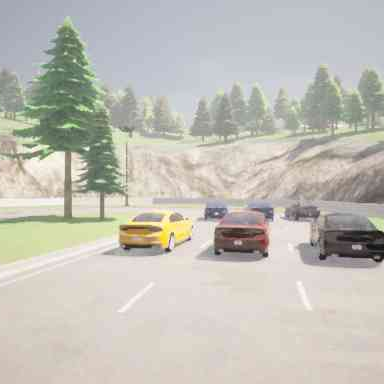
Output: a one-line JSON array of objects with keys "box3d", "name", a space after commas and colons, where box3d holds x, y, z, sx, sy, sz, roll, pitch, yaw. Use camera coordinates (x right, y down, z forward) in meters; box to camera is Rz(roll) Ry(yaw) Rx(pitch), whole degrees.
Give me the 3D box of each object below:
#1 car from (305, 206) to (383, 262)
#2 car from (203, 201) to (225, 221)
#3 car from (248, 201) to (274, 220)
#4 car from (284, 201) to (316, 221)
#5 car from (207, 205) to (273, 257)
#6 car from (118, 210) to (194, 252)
[{"box3d": [5.489, 1.485, 12.248, 1.882, 1.535, 5.008, 0, 0, 14], "name": "car"}, {"box3d": [1.950, 1.485, 27.496, 1.882, 1.535, 5.008, 0, 0, 2], "name": "car"}, {"box3d": [5.447, 1.485, 27.346, 1.882, 1.535, 5.008, 0, 0, 2], "name": "car"}, {"box3d": [8.944, 1.495, 27.196, 2.128, 1.511, 4.902, 0, 0, 2], "name": "car"}, {"box3d": [2.098, 1.485, 13.114, 1.882, 1.535, 5.008, 0, 0, 14], "name": "car"}, {"box3d": [-1.293, 1.485, 13.980, 1.882, 1.535, 5.008, 0, 0, 14], "name": "car"}]
